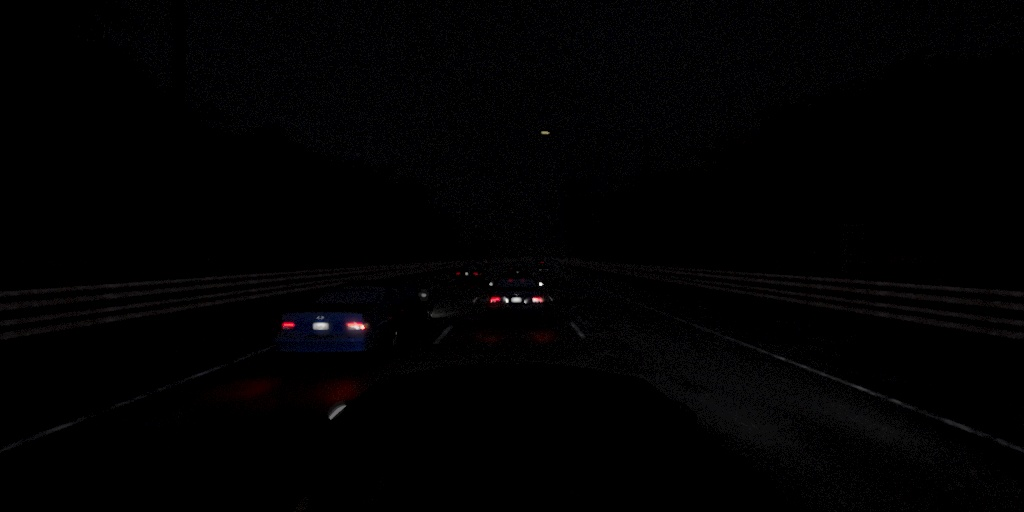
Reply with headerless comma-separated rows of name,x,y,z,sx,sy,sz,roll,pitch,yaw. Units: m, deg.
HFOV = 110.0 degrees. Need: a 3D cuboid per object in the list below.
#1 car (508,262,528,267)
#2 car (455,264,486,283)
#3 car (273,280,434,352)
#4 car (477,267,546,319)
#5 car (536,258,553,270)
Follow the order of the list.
car,0.616,1.313,35.732,1.812,1.442,4.674,0,0,2
car,-3.115,1.313,27.683,2.033,1.411,5.357,0,0,1
car,-3.381,1.295,8.874,2.033,1.411,5.357,0,0,0
car,0.146,1.296,12.697,2.033,1.411,5.357,0,0,1
car,4.817,1.445,55.082,1.994,1.385,4.181,0,-1,3
